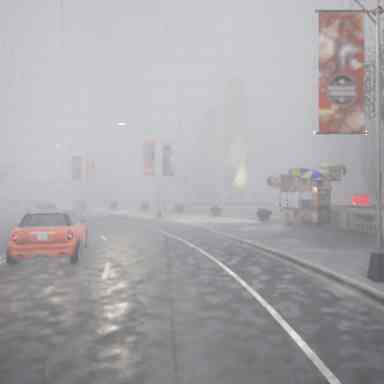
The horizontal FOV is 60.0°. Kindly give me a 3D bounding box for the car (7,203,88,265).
[{"bbox_3d":[-5.014,1.399,12.128,2.097,1.767,4.553,0,0,-13],"label":"car"}]

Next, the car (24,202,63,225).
[{"bbox_3d":[-11.924,1.608,26.485,1.837,1.490,4.892,1,0,-36],"label":"car"}]
